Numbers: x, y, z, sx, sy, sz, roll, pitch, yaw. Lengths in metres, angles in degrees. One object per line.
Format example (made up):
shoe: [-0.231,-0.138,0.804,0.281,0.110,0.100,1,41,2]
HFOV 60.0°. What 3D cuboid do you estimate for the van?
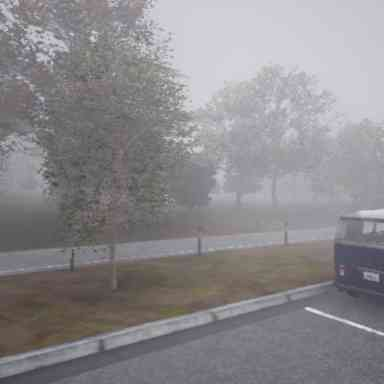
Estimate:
van: [5.232,1.337,7.577,4.442,1.987,1.878,-1,0,-34]
